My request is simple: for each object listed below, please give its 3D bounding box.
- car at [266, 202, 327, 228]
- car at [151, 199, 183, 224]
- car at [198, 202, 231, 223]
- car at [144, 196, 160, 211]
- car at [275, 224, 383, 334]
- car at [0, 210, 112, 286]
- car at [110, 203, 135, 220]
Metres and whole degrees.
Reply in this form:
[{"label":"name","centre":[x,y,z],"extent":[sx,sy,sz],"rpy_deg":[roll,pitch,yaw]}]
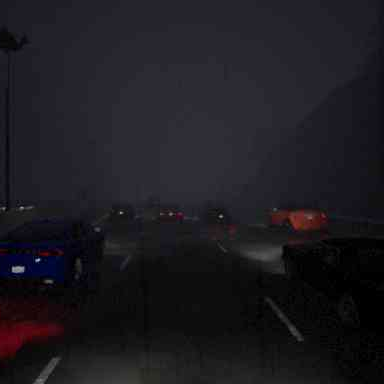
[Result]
[{"label":"car","centre":[5.914,1.334,19.364],"extent":[2.097,1.767,4.553],"rpy_deg":[0,0,-6]},{"label":"car","centre":[-1.772,1.537,24.873],"extent":[2.033,1.411,5.357],"rpy_deg":[0,0,-8]},{"label":"car","centre":[1.674,1.510,25.252],"extent":[1.812,1.442,4.674],"rpy_deg":[0,0,-8]},{"label":"car","centre":[-4.880,1.337,41.590],"extent":[2.097,1.767,4.553],"rpy_deg":[0,0,-12]},{"label":"car","centre":[3.367,1.593,6.781],"extent":[1.895,1.301,4.718],"rpy_deg":[0,0,-2]},{"label":"car","centre":[-3.792,1.478,9.468],"extent":[1.882,1.535,5.008],"rpy_deg":[0,0,-3]},{"label":"car","centre":[-5.727,1.557,27.479],"extent":[1.994,1.385,4.181],"rpy_deg":[0,0,-9]}]
